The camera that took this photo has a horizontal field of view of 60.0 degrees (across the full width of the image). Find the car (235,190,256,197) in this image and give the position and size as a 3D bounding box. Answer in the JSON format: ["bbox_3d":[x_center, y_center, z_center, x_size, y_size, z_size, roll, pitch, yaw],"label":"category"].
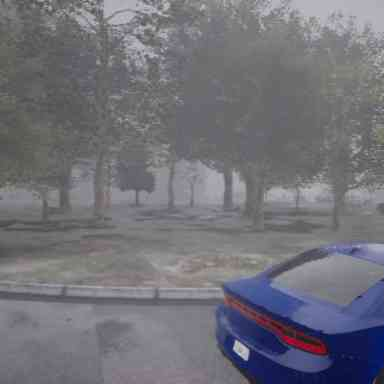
[{"bbox_3d":[12.711,0.290,79.287,4.674,1.452,2.002,1,1,20],"label":"car"}]

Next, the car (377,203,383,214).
[{"bbox_3d":[18.252,1.247,28.576,1.882,1.535,5.008,1,1,-13],"label":"car"}]

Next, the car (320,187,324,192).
[{"bbox_3d":[36.749,-0.037,86.200,5.566,2.045,2.435,1,2,20],"label":"car"}]

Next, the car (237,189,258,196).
[{"bbox_3d":[13.687,0.069,81.863,4.553,1.767,2.185,1,1,20],"label":"car"}]

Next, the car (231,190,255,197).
[{"bbox_3d":[11.757,0.306,76.702,5.008,1.535,2.097,1,1,20],"label":"car"}]

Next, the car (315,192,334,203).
[{"bbox_3d":[20.031,1.035,50.778,1.895,1.301,4.718,1,1,12],"label":"car"}]

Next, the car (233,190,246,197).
[{"bbox_3d":[10.843,0.232,74.093,4.553,1.767,2.185,1,1,20],"label":"car"}]

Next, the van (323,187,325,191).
[{"bbox_3d":[31.870,0.302,73.324,4.442,1.987,1.878,1,2,20],"label":"van"}]

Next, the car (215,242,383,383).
[{"bbox_3d":[2.732,1.436,4.408,5.008,1.535,1.882,0,1,-26],"label":"car"}]

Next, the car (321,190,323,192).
[{"bbox_3d":[34.845,0.340,81.120,5.008,1.535,2.097,1,2,20],"label":"car"}]

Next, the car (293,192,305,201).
[{"bbox_3d":[19.065,0.785,59.075,1.812,1.442,4.674,1,1,16],"label":"car"}]

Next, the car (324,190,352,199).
[{"bbox_3d":[29.077,0.710,65.469,4.792,1.488,2.163,1,1,20],"label":"car"}]
